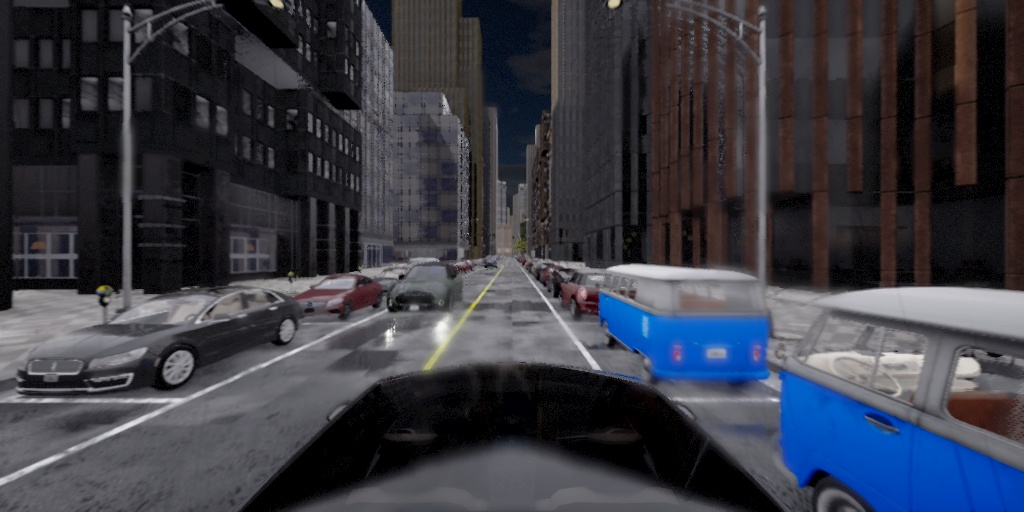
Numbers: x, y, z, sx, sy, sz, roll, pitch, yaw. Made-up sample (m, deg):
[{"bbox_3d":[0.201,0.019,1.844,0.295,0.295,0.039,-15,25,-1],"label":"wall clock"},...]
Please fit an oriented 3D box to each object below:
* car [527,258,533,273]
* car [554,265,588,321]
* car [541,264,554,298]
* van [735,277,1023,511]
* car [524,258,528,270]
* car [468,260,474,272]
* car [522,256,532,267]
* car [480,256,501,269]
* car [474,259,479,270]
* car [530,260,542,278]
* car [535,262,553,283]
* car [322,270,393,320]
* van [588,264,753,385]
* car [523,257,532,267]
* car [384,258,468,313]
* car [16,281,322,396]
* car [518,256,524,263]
[{"bbox_3d":[2.742,1.176,35.041,1.751,1.417,4.829,0,0,0],"label":"car"},{"bbox_3d":[2.756,1.155,12.325,1.967,1.591,4.097,0,0,0],"label":"car"},{"bbox_3d":[2.753,1.264,17.962,1.948,1.339,4.313,0,0,0],"label":"car"},{"bbox_3d":[2.762,1.093,1.052,1.690,1.789,3.998,0,0,0],"label":"van"},{"bbox_3d":[2.739,1.203,40.507,1.948,1.339,4.313,0,0,0],"label":"car"},{"bbox_3d":[-5.786,1.182,40.485,1.888,1.381,4.507,0,0,0],"label":"car"},{"bbox_3d":[2.733,1.136,51.950,1.751,1.417,4.829,0,0,0],"label":"car"},{"bbox_3d":[-3.095,1.156,52.623,2.033,1.411,5.357,0,0,1],"label":"car"},{"bbox_3d":[-5.789,1.169,46.121,1.888,1.381,4.507,0,0,0],"label":"car"},{"bbox_3d":[2.746,1.232,29.235,1.948,1.339,4.313,0,0,0],"label":"car"},{"bbox_3d":[2.749,1.263,23.598,1.802,1.307,4.207,0,0,0],"label":"car"},{"bbox_3d":[-5.769,1.297,12.304,1.802,1.307,4.207,0,0,0],"label":"car"},{"bbox_3d":[2.759,1.074,6.689,1.690,1.789,3.998,0,0,0],"label":"van"},{"bbox_3d":[2.736,1.169,46.144,1.888,1.381,4.507,0,0,0],"label":"car"},{"bbox_3d":[-3.107,1.063,13.686,2.097,1.767,4.553,0,0,0],"label":"car"},{"bbox_3d":[-5.766,1.284,6.668,2.007,1.370,4.403,0,0,0],"label":"car"},{"bbox_3d":[2.726,0.901,63.053,2.192,1.841,5.009,0,0,0],"label":"car"}]
